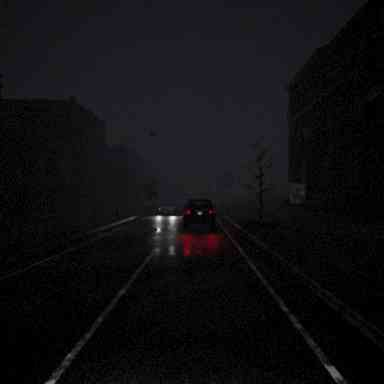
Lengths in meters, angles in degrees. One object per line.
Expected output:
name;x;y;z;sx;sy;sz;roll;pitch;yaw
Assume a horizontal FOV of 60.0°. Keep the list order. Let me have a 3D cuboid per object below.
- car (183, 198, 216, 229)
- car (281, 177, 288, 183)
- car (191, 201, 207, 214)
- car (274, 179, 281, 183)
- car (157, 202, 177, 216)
car;0.542;1.463;23.751;2.150;2.045;5.566;0;0;1
car;24.528;-2.883;82.885;2.185;1.767;4.553;0;0;-4
car;0.893;1.899;41.858;1.882;1.535;5.008;0;-1;1
car;24.167;-2.803;88.399;2.097;1.535;5.008;0;0;-3
car;-2.778;1.907;38.404;1.812;1.442;4.674;0;-1;1
